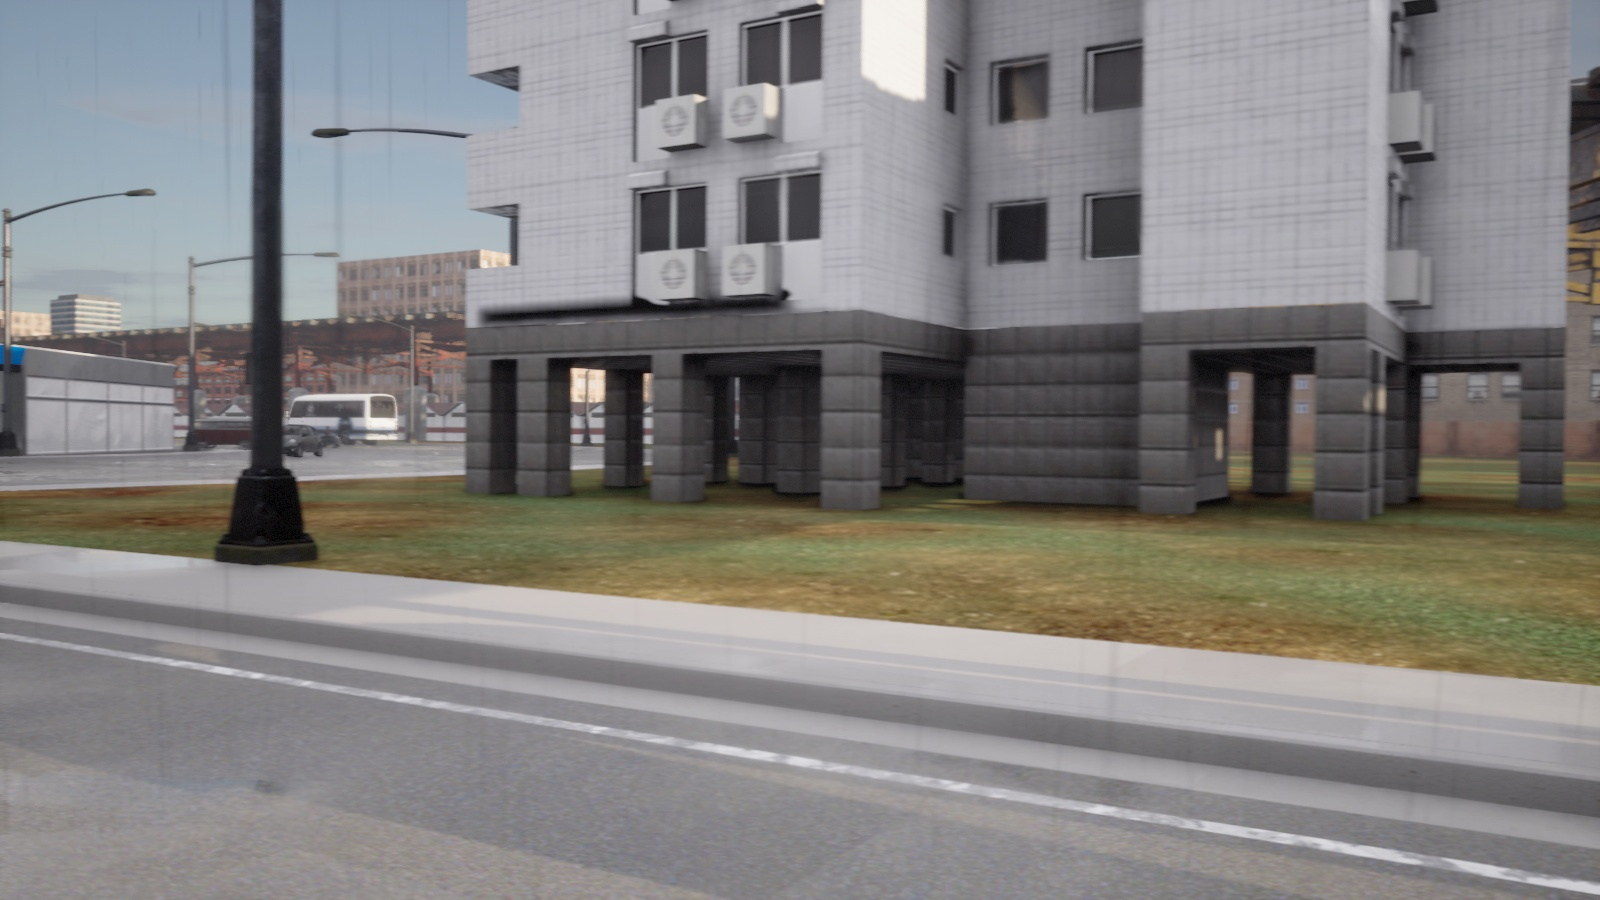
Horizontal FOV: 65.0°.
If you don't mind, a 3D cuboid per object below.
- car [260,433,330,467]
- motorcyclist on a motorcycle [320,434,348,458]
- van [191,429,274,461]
[{"bbox_3d":[-24.665,-0.030,61.509,1.851,1.617,3.988,-1,1,-1],"label":"car"},{"bbox_3d":[-33.171,-0.302,89.413,2.350,1.649,0.766,0,2,39],"label":"motorcyclist on a motorcycle"},{"bbox_3d":[-36.368,-0.339,80.566,4.442,1.987,1.775,-1,1,-6],"label":"van"}]
